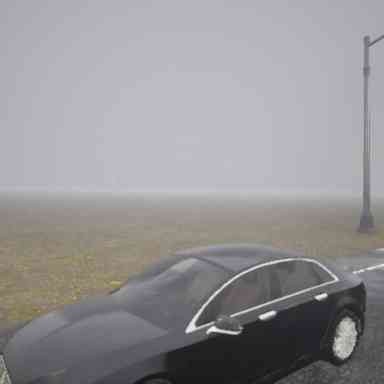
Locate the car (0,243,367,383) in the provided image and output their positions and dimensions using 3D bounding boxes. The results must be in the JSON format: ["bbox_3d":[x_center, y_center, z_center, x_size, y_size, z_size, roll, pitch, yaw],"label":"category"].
[{"bbox_3d":[0.335,1.505,4.235,4.892,1.490,1.837,0,0,-36],"label":"car"}]
